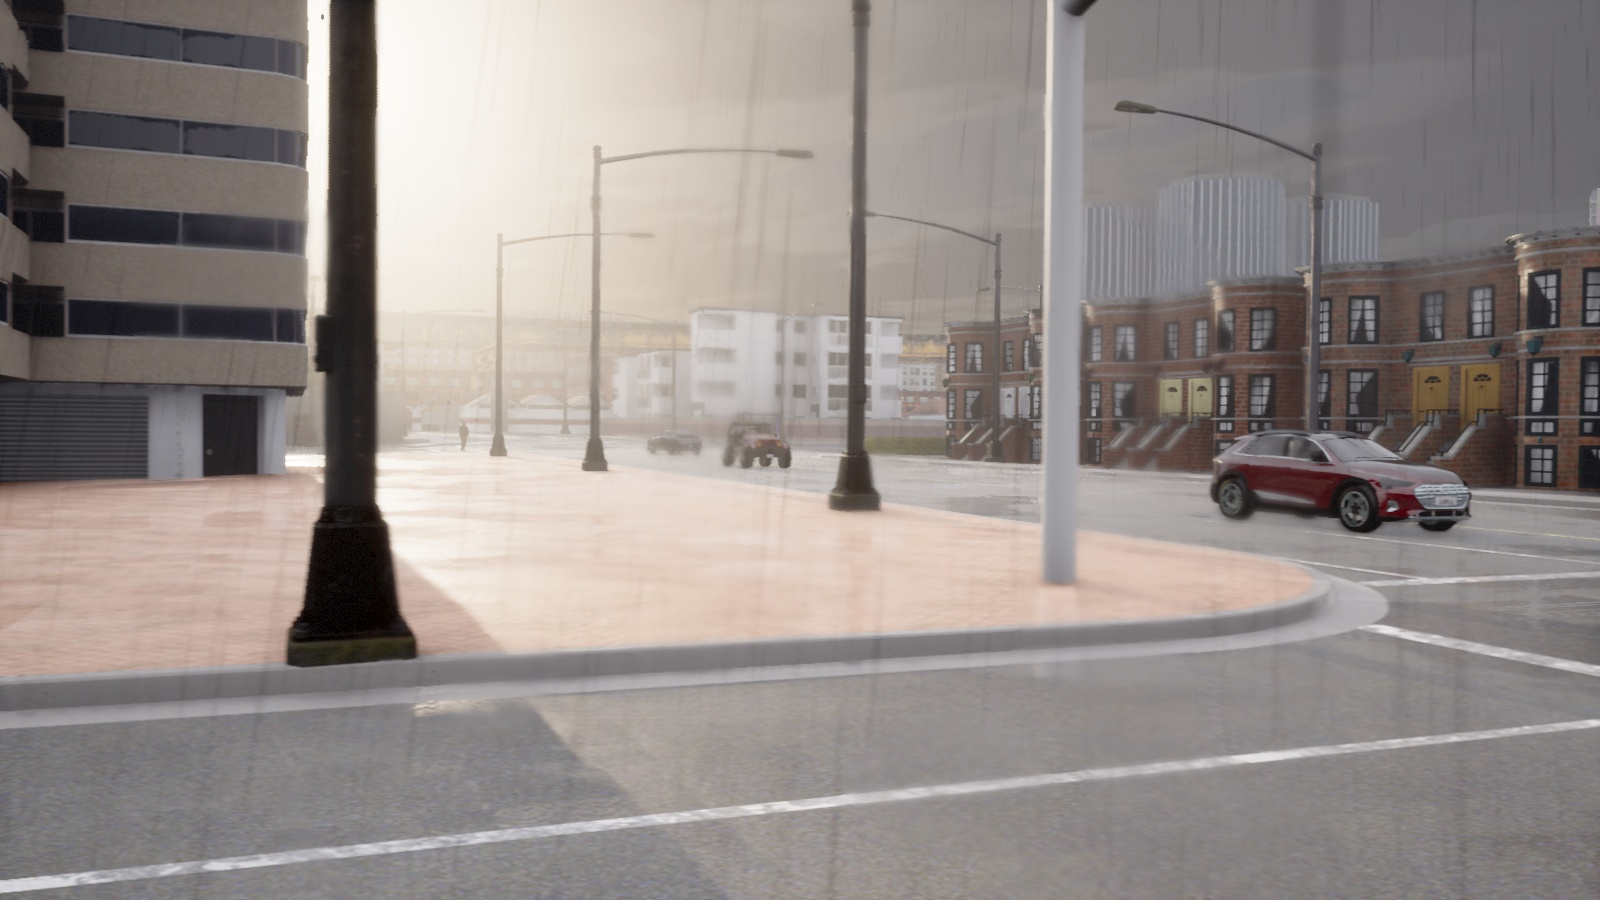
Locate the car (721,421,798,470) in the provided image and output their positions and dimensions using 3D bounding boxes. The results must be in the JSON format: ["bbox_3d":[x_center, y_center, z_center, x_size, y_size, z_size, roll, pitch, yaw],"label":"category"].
[{"bbox_3d":[-1.680,-0.208,50.404,1.905,1.878,3.866,-1,1,-21],"label":"car"}]

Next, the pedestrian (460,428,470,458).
[{"bbox_3d":[-20.149,-0.427,75.495,0.431,1.840,0.703,-1,1,-26],"label":"pedestrian"}]

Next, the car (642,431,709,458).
[{"bbox_3d":[-7.329,-0.341,73.487,2.128,1.511,4.902,-1,1,-29],"label":"car"}]

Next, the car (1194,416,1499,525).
[{"bbox_3d":[9.280,0.272,21.837,2.033,1.649,4.856,-1,1,-21],"label":"car"}]
